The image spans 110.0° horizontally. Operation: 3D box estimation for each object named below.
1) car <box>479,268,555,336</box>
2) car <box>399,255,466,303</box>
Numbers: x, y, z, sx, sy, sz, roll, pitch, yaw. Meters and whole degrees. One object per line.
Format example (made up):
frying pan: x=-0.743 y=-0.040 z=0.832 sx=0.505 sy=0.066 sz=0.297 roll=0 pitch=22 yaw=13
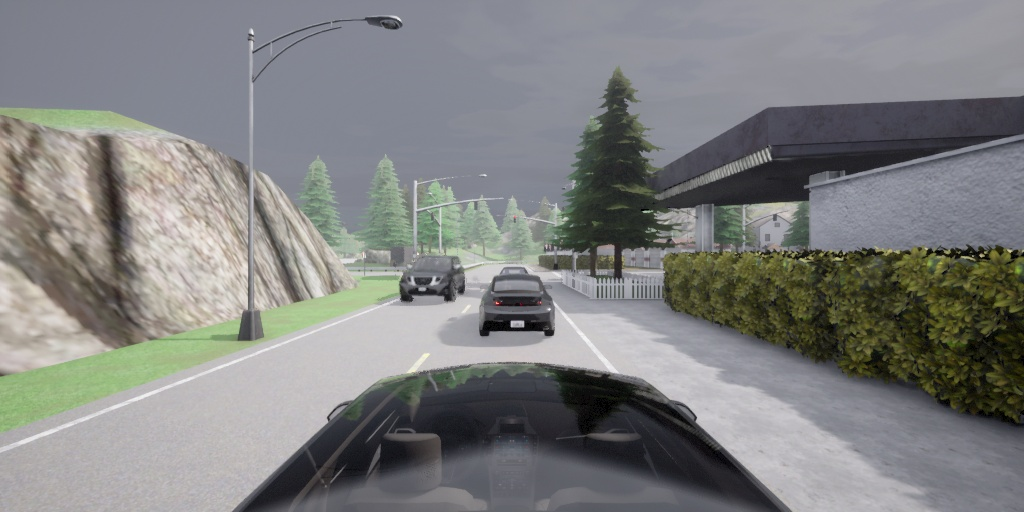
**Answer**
car: x=0.123 y=1.255 z=10.334 sx=1.837 sy=1.490 sz=4.892 roll=0 pitch=0 yaw=0
car: x=-3.531 y=0.973 z=16.986 sx=2.150 sy=2.045 sz=5.566 roll=0 pitch=0 yaw=1
